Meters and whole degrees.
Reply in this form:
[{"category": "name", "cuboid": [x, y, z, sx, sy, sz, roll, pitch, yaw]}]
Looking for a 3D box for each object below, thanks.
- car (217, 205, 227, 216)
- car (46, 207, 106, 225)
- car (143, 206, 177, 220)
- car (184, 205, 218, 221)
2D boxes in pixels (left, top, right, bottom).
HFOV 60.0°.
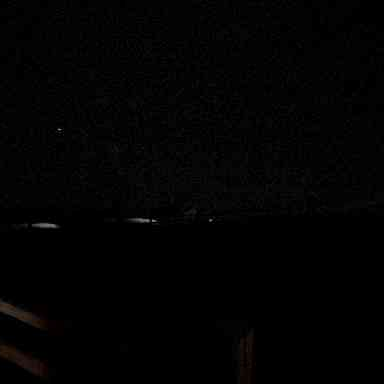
[{"category": "car", "cuboid": [3.434, 2.773, 49.542, 1.837, 1.490, 4.892, 3, 0, 36]}, {"category": "car", "cuboid": [-10.381, 2.108, 30.376, 2.033, 1.411, 5.357, 3, 0, 36]}, {"category": "car", "cuboid": [-3.710, 2.418, 39.656, 1.837, 1.490, 4.892, 3, 0, 36]}, {"category": "car", "cuboid": [0.917, 2.690, 41.060, 1.812, 1.442, 4.674, 3, 0, 36]}]
